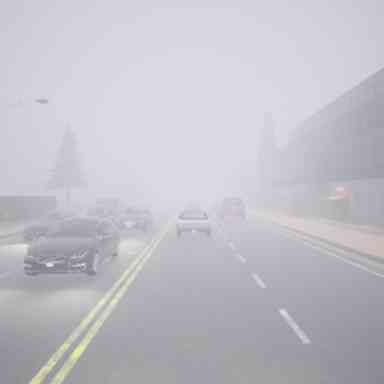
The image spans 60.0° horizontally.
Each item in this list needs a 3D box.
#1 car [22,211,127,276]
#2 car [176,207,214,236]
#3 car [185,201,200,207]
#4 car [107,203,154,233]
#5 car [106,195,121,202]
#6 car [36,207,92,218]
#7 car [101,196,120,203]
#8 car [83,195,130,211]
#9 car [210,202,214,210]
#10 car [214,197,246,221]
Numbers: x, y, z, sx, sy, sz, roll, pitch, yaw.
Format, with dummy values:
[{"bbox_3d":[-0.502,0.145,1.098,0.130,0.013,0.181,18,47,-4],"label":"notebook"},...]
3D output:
[{"bbox_3d":[-3.581,1.593,10.758,1.837,1.490,4.892,0,0,-1],"label":"car"},{"bbox_3d":[0.100,1.759,19.506,1.895,1.301,4.718,0,0,0],"label":"car"},{"bbox_3d":[0.083,1.865,41.893,1.812,1.442,4.674,0,0,0],"label":"car"},{"bbox_3d":[-3.500,1.662,20.957,2.128,1.511,4.902,0,0,0],"label":"car"},{"bbox_3d":[-21.408,1.891,90.799,3.866,1.878,1.905,0,0,0],"label":"car"},{"bbox_3d":[-7.016,1.706,17.407,1.994,1.385,4.181,0,0,1],"label":"car"},{"bbox_3d":[-21.464,1.865,87.905,4.605,1.855,1.932,0,0,0],"label":"car"},{"bbox_3d":[-7.000,1.448,27.901,2.150,2.045,5.566,0,0,0],"label":"car"},{"bbox_3d":[3.550,1.929,45.080,1.994,1.385,4.181,0,0,1],"label":"car"},{"bbox_3d":[3.508,1.470,30.369,2.150,2.045,5.566,0,0,0],"label":"car"}]
